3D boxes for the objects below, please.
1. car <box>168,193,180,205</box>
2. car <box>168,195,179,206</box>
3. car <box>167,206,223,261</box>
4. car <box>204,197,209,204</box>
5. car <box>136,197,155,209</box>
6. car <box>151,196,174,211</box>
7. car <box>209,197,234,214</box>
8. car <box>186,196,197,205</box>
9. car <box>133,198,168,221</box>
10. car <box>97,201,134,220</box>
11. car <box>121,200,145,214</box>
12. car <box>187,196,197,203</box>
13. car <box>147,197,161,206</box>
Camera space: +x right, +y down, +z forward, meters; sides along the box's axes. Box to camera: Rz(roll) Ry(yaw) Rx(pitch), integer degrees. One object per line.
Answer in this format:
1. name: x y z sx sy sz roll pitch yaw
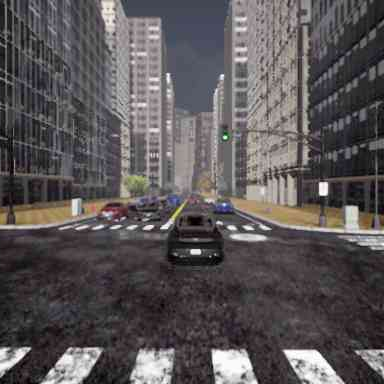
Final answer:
1. car: -3.244 1.276 57.232 2.150 2.045 5.566 0 0 0
2. car: -3.268 1.573 46.780 1.812 1.442 4.674 0 0 0
3. car: 0.114 1.534 12.542 1.837 1.490 4.892 1 1 0
4. car: 3.281 1.658 62.457 1.895 1.301 4.718 0 0 1
5. car: -6.513 1.525 46.993 1.882 1.535 5.008 0 0 0
6. car: -3.329 1.545 36.959 1.837 1.490 4.892 0 0 0
7. car: 3.357 1.392 36.703 2.097 1.767 4.553 0 0 0
8. car: 0.007 1.581 59.538 1.812 1.442 4.674 0 0 0
9. car: -3.337 1.537 27.619 1.837 1.490 4.892 0 0 0
10. car: -6.584 1.559 28.384 1.812 1.442 4.674 0 0 2
11. car: -6.574 1.642 37.487 1.895 1.301 4.718 0 0 0
12. car: 0.008 1.537 69.532 1.882 1.535 5.008 0 0 0
13. car: -6.494 1.580 57.263 1.812 1.442 4.674 0 0 0
